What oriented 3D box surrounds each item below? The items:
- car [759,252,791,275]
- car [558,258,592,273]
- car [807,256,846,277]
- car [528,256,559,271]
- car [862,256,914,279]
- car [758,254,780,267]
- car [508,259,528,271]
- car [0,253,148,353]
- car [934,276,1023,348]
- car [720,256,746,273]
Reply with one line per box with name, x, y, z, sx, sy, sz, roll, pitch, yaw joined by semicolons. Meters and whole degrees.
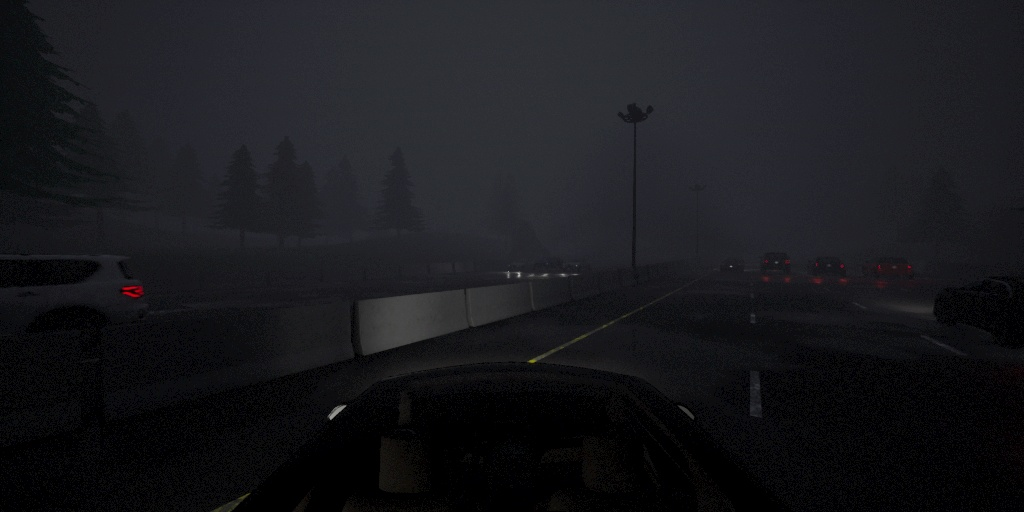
car;25.091;0.629;34.235;2.150;2.045;5.566;0;1;34
car;7.171;0.937;39.081;1.812;1.442;4.674;0;1;34
car;27.401;0.782;31.389;2.097;1.767;4.553;0;1;34
car;4.260;0.775;41.023;1.882;1.535;5.008;0;1;34
car;29.629;0.805;28.422;2.097;1.767;4.553;0;1;34
car;33.370;0.584;46.655;2.128;1.511;4.902;0;1;33
car;1.345;1.050;42.961;1.812;1.442;4.674;0;1;34
car;-10.485;0.962;6.435;2.150;2.045;5.566;0;0;34
car;12.152;1.223;8.494;2.128;1.511;4.902;0;0;34
car;22.564;0.956;36.758;1.994;1.385;4.181;0;1;34
